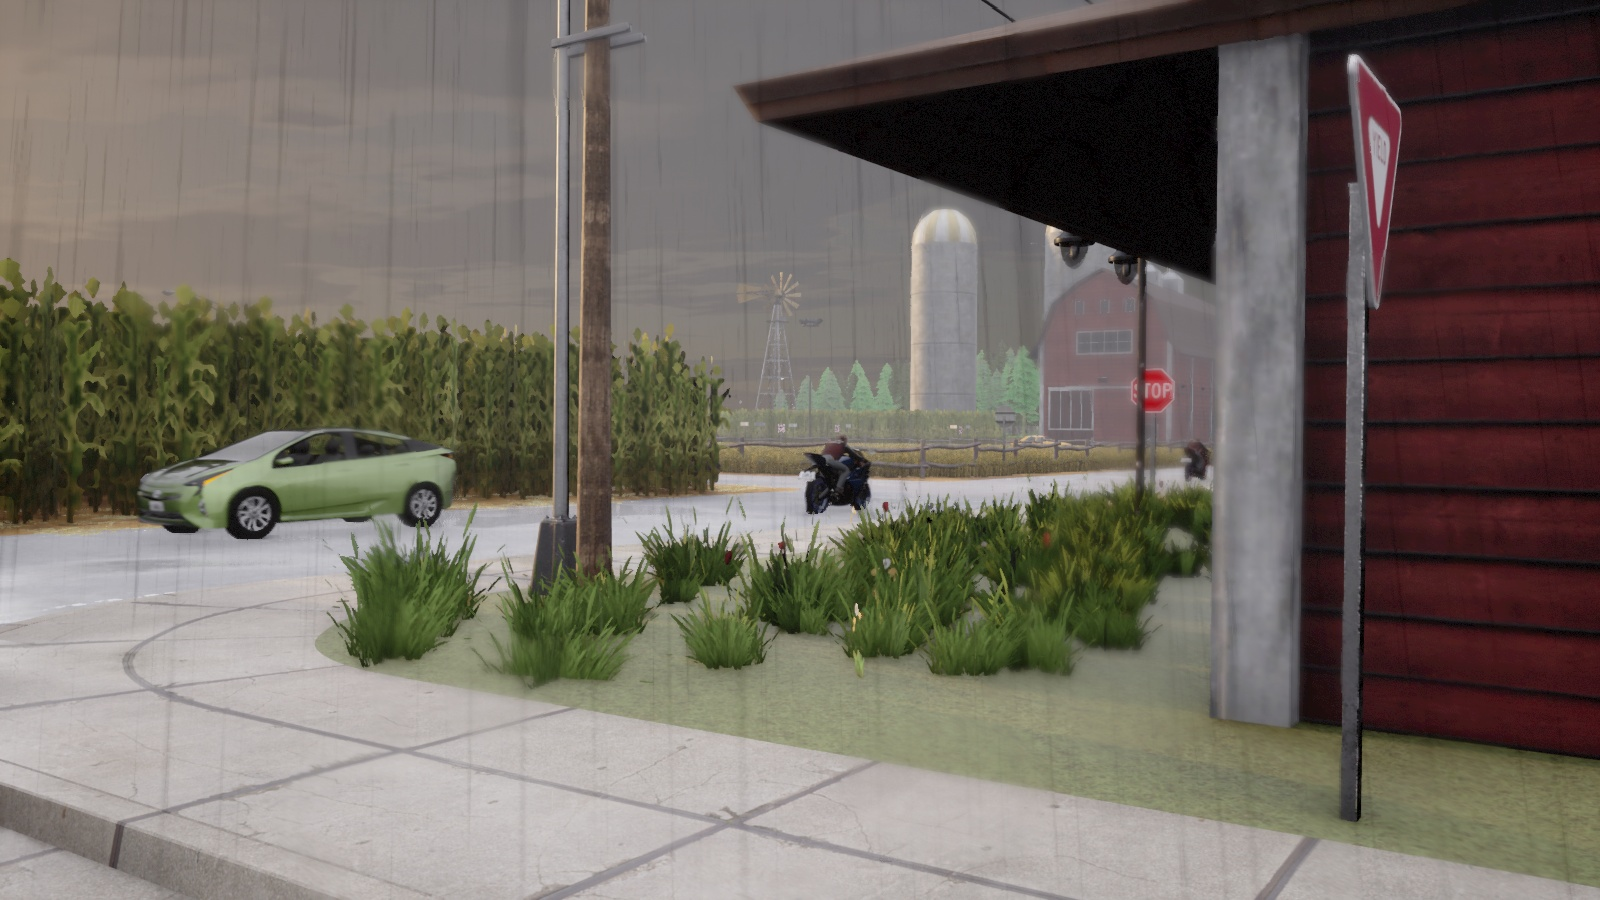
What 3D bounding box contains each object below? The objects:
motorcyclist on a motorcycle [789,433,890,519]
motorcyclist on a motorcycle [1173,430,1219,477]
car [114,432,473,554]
[{"bbox_3d":[0.773,0.460,23.903,0.866,1.530,2.191,0,1,35],"label":"motorcyclist on a motorcycle"},{"bbox_3d":[13.324,0.097,42.184,0.866,1.530,2.191,0,1,34],"label":"motorcyclist on a motorcycle"},{"bbox_3d":[-7.237,0.519,18.411,2.007,1.525,4.514,0,1,34],"label":"car"}]
